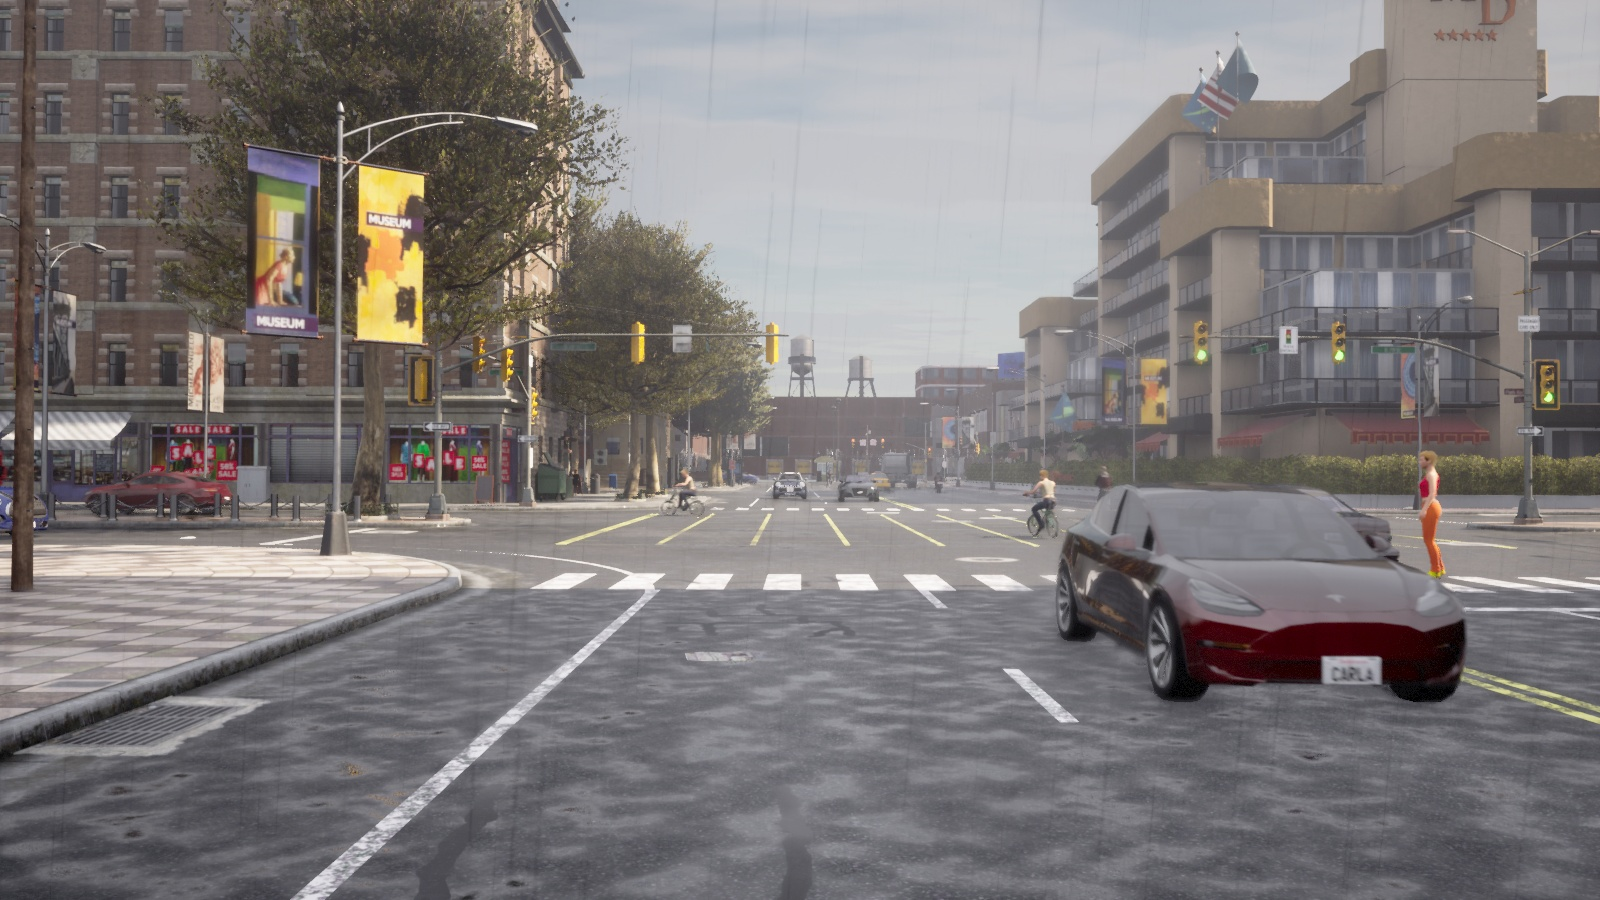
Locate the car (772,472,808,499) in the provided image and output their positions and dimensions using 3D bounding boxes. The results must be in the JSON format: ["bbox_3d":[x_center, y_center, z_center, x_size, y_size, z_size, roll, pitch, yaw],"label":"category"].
[{"bbox_3d":[-0.544,1.964,70.544,1.970,1.475,3.806,0,-1,0],"label":"car"}]

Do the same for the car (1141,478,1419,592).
[{"bbox_3d":[6.860,1.148,18.722,2.033,1.411,5.357,0,-1,0],"label":"car"}]

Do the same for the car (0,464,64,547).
[{"bbox_3d":[-19.190,1.215,27.790,4.553,1.767,2.097,0,-1,1],"label":"car"}]

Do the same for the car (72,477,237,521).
[{"bbox_3d":[-21.903,1.644,42.752,4.674,1.442,1.812,0,-1,0],"label":"car"}]

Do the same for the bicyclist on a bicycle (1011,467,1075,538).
[{"bbox_3d":[5.767,1.229,29.915,0.866,1.612,1.509,-1,-1,-16],"label":"bicyclist on a bicycle"}]

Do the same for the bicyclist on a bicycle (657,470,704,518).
[{"bbox_3d":[-4.070,1.484,42.795,1.509,1.612,0.866,0,-1,0],"label":"bicyclist on a bicycle"}]

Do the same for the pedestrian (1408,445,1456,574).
[{"bbox_3d":[9.148,0.858,18.179,0.594,1.836,0.345,-1,-1,29],"label":"pedestrian"}]

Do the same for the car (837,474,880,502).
[{"bbox_3d":[2.995,1.956,65.030,1.994,1.385,4.181,0,-1,-1],"label":"car"}]

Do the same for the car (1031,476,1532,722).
[{"bbox_3d":[3.424,0.971,10.170,2.163,1.488,4.792,0,-1,-1],"label":"car"}]

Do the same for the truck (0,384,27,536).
[{"bbox_3d":[-24.391,0.271,31.274,8.468,3.827,2.891,0,-1,0],"label":"truck"}]
